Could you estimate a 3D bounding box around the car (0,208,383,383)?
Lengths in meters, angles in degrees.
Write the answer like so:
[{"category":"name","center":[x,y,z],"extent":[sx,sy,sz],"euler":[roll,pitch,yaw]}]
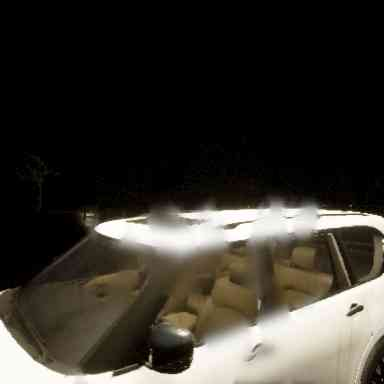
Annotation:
[{"category":"car","center":[-0.077,1.223,3.007],"extent":[5.566,2.045,2.150],"euler":[0,0,-35]}]
